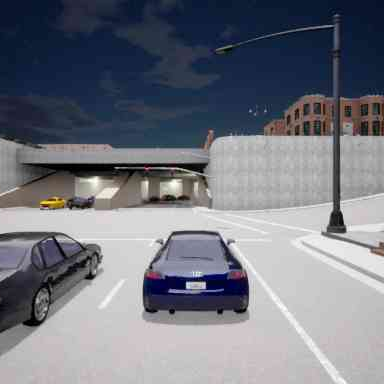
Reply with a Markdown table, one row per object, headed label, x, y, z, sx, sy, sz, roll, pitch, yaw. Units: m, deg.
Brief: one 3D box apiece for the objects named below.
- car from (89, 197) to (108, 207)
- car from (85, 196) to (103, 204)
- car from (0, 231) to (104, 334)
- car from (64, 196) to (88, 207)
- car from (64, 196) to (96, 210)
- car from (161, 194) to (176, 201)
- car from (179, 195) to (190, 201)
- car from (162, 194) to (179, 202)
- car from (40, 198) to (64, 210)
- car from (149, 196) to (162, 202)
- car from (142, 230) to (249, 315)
| label | x | y | z | sx | sy | sz | roll | pitch | yaw |
| --- | --- | --- | --- | --- | --- | --- | --- | --- | --- |
| car | -15.039 | 1.525 | 53.757 | 1.812 | 1.442 | 4.674 | 0 | 0 | -1 |
| car | -18.737 | 1.491 | 63.635 | 2.128 | 1.511 | 4.902 | 0 | 0 | -1 |
| car | -3.426 | 1.547 | 6.977 | 2.033 | 1.411 | 5.357 | 0 | 0 | 0 |
| car | -18.531 | 1.491 | 53.369 | 2.128 | 1.511 | 4.902 | 0 | 0 | -1 |
| car | -14.809 | 1.547 | 44.306 | 2.033 | 1.411 | 5.357 | 0 | 0 | -1 |
| car | -5.951 | 1.355 | 84.943 | 2.097 | 1.767 | 4.553 | 0 | 0 | 24 |
| car | -2.145 | 1.524 | 84.982 | 1.812 | 1.442 | 4.674 | 0 | 0 | 28 |
| car | -4.772 | 1.355 | 75.186 | 2.097 | 1.767 | 4.553 | 0 | 0 | 6 |
| car | -18.297 | 1.477 | 43.904 | 1.882 | 1.535 | 5.008 | 0 | 0 | -1 |
| car | -8.291 | 1.540 | 74.893 | 2.033 | 1.411 | 5.357 | 0 | 0 | 6 |
| car | 0.075 | 1.564 | 7.676 | 1.994 | 1.385 | 4.181 | 0 | 0 | 0 |
